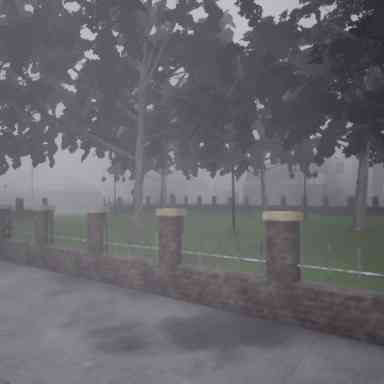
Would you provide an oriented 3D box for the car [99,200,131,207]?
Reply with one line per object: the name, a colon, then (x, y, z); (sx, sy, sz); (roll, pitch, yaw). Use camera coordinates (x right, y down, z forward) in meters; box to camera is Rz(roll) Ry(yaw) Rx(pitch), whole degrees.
car: (-12.342, 1.937, 53.735); (2.033, 1.411, 5.357); (-1, 0, 36)
